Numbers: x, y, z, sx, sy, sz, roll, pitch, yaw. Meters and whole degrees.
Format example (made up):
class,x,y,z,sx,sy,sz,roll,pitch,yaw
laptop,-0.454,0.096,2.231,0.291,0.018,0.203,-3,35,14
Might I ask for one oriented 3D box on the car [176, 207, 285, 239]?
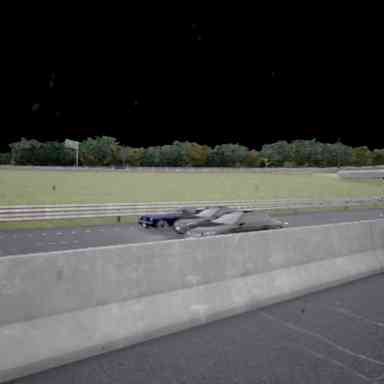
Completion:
class,x,y,z,sx,sy,sz,roll,pitch,yaw
car,1.901,1.523,13.893,4.674,1.442,1.812,0,0,-35

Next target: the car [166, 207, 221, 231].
class,x,y,z,sx,sy,sz,roll,pitch,yaw
car,1.221,1.522,17.689,4.674,1.442,1.812,0,0,-35

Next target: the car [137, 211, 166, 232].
class,x,y,z,sx,sy,sz,roll,pitch,yaw
car,-0.922,1.598,20.460,4.718,1.301,1.895,0,0,-35
